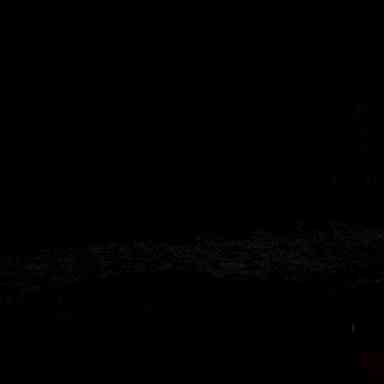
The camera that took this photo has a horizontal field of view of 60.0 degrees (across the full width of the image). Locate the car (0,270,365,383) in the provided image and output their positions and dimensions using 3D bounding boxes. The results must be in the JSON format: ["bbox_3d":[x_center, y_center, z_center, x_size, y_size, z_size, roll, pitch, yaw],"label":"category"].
[{"bbox_3d":[-0.564,1.548,2.978,5.357,1.411,2.033,0,0,-36],"label":"car"}]
